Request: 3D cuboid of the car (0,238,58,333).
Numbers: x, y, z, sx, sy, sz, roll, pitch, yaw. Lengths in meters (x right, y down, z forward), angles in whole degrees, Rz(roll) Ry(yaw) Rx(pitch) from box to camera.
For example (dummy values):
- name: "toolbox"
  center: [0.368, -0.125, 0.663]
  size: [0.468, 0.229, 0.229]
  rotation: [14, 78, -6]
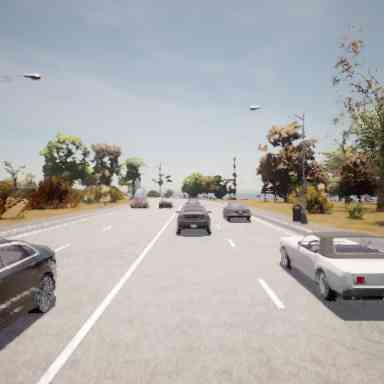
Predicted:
- name: "car"
  center: [-3.600, 1.492, 4.752]
  size: [2.128, 1.511, 4.902]
  rotation: [0, 0, 0]

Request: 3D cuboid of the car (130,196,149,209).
- name: "car"
  center: [-7.080, 1.359, 45.239]
  size: [2.097, 1.767, 4.553]
  rotation: [0, 0, 0]

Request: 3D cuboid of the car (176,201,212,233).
- name: "car"
  center: [0.099, 1.508, 19.534]
  size: [1.837, 1.490, 4.892]
  rotation: [0, 0, 0]

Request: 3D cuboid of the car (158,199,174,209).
- name: "car"
  center: [-3.588, 1.609, 46.316]
  size: [1.895, 1.301, 4.718]
  rotation: [0, 0, 0]

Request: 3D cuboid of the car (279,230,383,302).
- name: "car"
  center: [3.599, 1.602, 8.220]
  size: [1.895, 1.301, 4.718]
  rotation: [0, 0, 0]

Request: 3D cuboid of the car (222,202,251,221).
- name: "car"
  center: [3.603, 1.552, 27.270]
  size: [2.033, 1.411, 5.357]
  rotation: [0, 0, 0]
